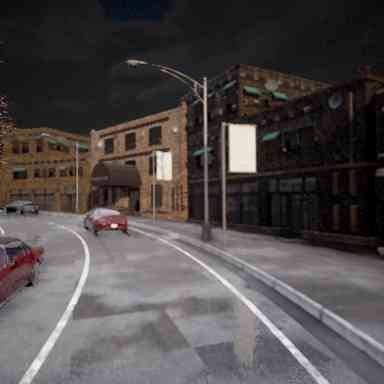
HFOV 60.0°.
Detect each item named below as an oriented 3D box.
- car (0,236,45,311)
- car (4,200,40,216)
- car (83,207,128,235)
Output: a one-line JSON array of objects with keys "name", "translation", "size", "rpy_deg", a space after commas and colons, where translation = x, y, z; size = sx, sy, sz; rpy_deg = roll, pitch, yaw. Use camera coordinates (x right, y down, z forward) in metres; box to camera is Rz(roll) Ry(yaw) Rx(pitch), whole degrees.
[{"name": "car", "translation": [-4.395, 1.639, 6.560], "size": [1.895, 1.301, 4.718], "rpy_deg": [0, 0, -12]}, {"name": "car", "translation": [-17.509, 1.603, 34.150], "size": [4.902, 1.511, 2.128], "rpy_deg": [0, -1, 38]}, {"name": "car", "translation": [-5.046, 1.587, 19.272], "size": [1.812, 1.442, 4.674], "rpy_deg": [0, 0, -26]}]
